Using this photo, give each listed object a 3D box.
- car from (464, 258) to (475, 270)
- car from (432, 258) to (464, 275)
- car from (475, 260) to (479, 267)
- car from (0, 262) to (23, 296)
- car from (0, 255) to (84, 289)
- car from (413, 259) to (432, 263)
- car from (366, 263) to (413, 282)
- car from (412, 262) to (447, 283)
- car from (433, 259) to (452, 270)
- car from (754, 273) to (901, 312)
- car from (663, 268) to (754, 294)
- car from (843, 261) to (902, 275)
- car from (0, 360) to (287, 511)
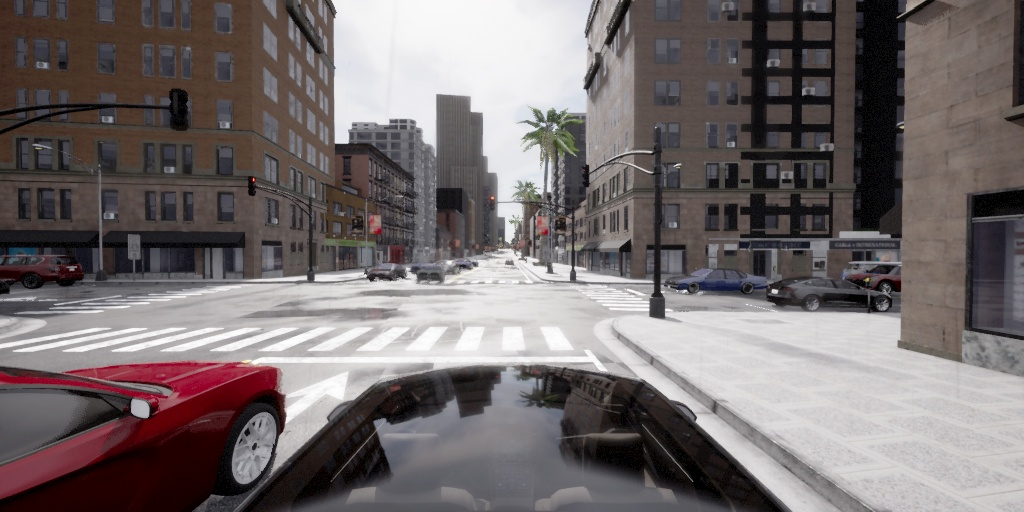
[{"bbox_3d":[-6.958,1.084,51.675,2.097,1.767,4.553,0,0,0],"label":"car"},{"bbox_3d":[-6.872,1.233,39.056,2.128,1.511,4.902,0,0,0],"label":"car"},{"bbox_3d":[-7.009,1.318,63.380,1.895,1.301,4.718,0,0,0],"label":"car"},{"bbox_3d":[-24.033,1.126,14.593,4.892,1.490,1.837,1,1,-9],"label":"car"},{"bbox_3d":[-27.278,0.836,19.927,5.009,1.841,2.192,0,0,-9],"label":"car"},{"bbox_3d":[-10.141,1.092,41.227,2.097,1.767,4.553,0,0,0],"label":"car"},{"bbox_3d":[-10.050,1.289,29.291,2.033,1.411,5.357,0,0,0],"label":"car"},{"bbox_3d":[-6.197,1.333,27.474,1.895,1.301,4.718,1,-1,-9],"label":"car"},{"bbox_3d":[-10.220,1.237,53.229,1.837,1.490,4.892,0,0,0],"label":"car"},{"bbox_3d":[12.864,1.514,14.727,4.313,1.339,1.948,0,0,0],"label":"car"},{"bbox_3d":[11.707,1.401,20.673,5.357,1.411,2.033,0,1,0],"label":"car"},{"bbox_3d":[21.933,1.285,20.683,4.553,1.767,2.097,0,1,0],"label":"car"},{"bbox_3d":[-3.144,1.228,1.490,1.882,1.535,5.008,0,0,1],"label":"car"}]
